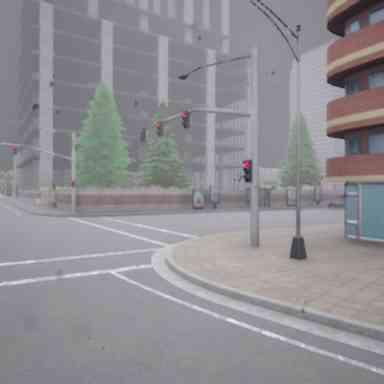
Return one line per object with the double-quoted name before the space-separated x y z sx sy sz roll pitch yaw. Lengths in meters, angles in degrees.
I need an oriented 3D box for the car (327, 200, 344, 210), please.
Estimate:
"car" 20.098 1.385 44.225 4.553 1.767 2.097 0 0 -31
